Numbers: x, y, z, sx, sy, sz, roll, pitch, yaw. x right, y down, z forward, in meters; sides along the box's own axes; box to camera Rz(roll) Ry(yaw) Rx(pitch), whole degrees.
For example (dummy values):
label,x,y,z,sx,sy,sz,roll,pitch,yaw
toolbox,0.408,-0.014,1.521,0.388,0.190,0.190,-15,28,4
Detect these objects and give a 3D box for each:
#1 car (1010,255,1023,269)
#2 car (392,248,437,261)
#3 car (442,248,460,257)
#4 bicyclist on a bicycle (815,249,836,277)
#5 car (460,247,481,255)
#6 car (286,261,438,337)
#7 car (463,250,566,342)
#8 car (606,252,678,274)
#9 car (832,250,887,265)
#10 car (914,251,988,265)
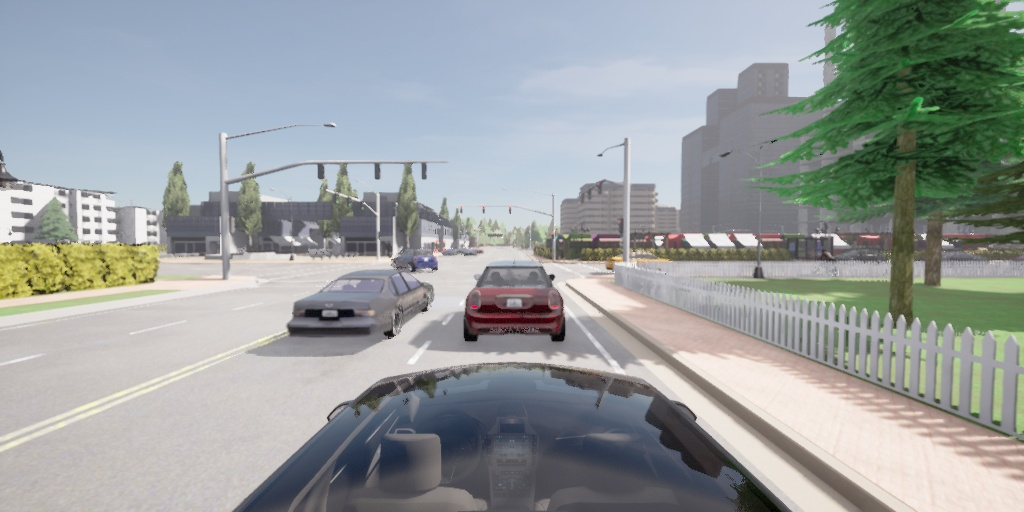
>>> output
label,x,y,z,sx,sy,sz,roll,pitch,yaw
car,43.745,0.419,29.425,4.181,1.385,1.994,0,2,-2
car,-7.675,0.254,27.995,2.097,1.767,4.553,-2,3,-39
car,-10.551,-0.595,60.848,1.994,1.385,4.181,0,2,1
bicyclist on a bicycle,18.790,0.414,21.471,0.582,1.620,1.656,0,2,-1
car,-7.043,-0.609,60.776,2.033,1.411,5.357,0,2,1
car,-3.436,1.052,9.306,2.033,1.411,5.357,0,2,0
car,0.063,0.863,9.121,2.097,1.767,4.553,0,2,0
car,9.145,0.471,25.154,5.008,1.535,1.882,0,1,-4
car,35.008,0.136,36.356,4.892,1.490,1.837,0,2,-1
car,40.260,0.289,32.970,5.357,1.411,2.033,0,2,-1
